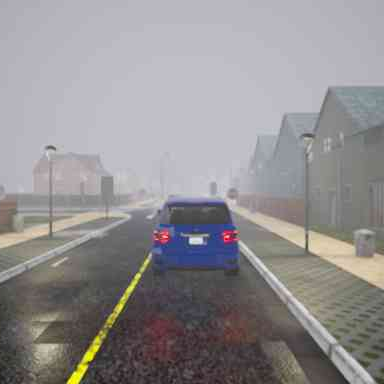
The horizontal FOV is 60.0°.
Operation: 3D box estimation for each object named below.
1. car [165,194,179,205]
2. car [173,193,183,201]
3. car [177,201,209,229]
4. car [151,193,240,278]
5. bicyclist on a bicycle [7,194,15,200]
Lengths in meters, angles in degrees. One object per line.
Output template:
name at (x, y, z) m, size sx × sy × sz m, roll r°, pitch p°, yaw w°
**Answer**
car at (-2.928, 1.104, 48.999) m, size 1.837 × 1.490 × 4.892 m, roll 0°, pitch 1°, yaw 0°
car at (-2.882, 0.979, 67.621) m, size 1.812 × 1.442 × 4.674 m, roll 0°, pitch 0°, yaw 0°
car at (0.057, 1.350, 21.191) m, size 1.812 × 1.442 × 4.674 m, roll 0°, pitch 0°, yaw 0°
car at (0.080, 1.140, 10.036) m, size 2.150 × 2.045 × 5.566 m, roll 0°, pitch 1°, yaw 0°
bicyclist on a bicycle at (-20.282, 1.035, 37.319) m, size 0.582 × 1.620 × 1.656 m, roll 0°, pitch 0°, yaw -1°
